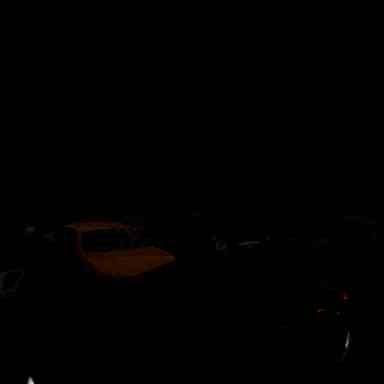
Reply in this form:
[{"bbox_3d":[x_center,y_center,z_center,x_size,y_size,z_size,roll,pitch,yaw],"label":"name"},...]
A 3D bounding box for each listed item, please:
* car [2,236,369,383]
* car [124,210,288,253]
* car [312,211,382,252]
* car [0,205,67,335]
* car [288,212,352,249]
[{"bbox_3d":[0.182,1.563,4.138,4.181,1.385,1.994,0,0,-36],"label":"car"},{"bbox_3d":[0.116,1.342,9.504,2.185,1.767,4.553,0,0,-36],"label":"car"},{"bbox_3d":[4.610,1.460,12.797,2.163,1.488,4.792,0,0,-36],"label":"car"},{"bbox_3d":[-4.415,1.229,6.262,2.435,2.045,5.566,0,0,-36],"label":"car"},{"bbox_3d":[2.381,1.478,11.129,2.163,1.488,4.792,0,0,-36],"label":"car"}]
